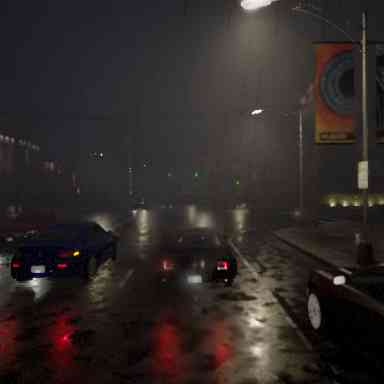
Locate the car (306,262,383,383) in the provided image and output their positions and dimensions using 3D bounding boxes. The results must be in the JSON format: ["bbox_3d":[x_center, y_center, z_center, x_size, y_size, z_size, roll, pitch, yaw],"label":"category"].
[{"bbox_3d":[2.902,1.496,3.771,2.097,1.535,5.008,0,0,0],"label":"car"}]

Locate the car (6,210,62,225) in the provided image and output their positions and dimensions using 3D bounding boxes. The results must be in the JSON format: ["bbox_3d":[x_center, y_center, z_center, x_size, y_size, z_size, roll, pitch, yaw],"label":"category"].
[{"bbox_3d":[-7.096,1.592,15.300,1.812,1.442,4.674,0,0,0],"label":"car"}]

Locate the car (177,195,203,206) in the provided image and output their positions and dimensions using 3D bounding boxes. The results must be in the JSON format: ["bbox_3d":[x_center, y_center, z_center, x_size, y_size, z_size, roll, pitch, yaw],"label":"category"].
[{"bbox_3d":[-0.313,1.494,63.365,2.150,2.045,5.566,0,0,22],"label":"car"}]

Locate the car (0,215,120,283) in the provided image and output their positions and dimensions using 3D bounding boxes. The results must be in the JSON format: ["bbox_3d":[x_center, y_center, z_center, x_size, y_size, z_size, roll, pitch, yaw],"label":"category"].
[{"bbox_3d":[-3.417,1.568,9.715,1.812,1.442,4.674,0,0,0],"label":"car"}]

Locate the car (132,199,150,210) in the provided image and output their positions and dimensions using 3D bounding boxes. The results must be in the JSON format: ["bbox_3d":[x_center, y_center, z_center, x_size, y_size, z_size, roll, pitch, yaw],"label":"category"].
[{"bbox_3d":[-6.978,1.747,46.306,2.033,1.411,5.357,0,0,1],"label":"car"}]

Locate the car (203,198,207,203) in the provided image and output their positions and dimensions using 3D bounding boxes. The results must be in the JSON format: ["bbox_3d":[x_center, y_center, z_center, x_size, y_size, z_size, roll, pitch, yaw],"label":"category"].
[{"bbox_3d":[1.300,1.857,73.869,2.033,1.411,5.357,0,0,33],"label":"car"}]

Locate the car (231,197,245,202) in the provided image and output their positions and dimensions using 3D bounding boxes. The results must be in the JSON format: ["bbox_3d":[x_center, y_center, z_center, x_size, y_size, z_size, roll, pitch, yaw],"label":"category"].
[{"bbox_3d":[11.980,1.914,84.287,4.181,1.385,1.994,0,0,-37],"label":"car"}]

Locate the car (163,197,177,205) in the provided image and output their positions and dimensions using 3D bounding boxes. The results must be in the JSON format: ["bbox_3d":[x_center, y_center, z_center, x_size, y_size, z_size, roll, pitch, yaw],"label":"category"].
[{"bbox_3d":[-3.882,1.753,64.216,1.882,1.535,5.008,0,0,22],"label":"car"}]

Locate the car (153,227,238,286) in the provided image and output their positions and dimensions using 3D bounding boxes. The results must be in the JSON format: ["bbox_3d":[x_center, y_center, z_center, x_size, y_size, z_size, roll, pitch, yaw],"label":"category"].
[{"bbox_3d":[0.083,1.642,9.518,1.895,1.301,4.718,0,0,0],"label":"car"}]

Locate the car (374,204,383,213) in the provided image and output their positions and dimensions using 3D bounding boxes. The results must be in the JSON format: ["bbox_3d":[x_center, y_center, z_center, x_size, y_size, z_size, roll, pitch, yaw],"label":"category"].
[{"bbox_3d":[23.481,1.655,38.002,4.902,1.511,2.128,0,0,0],"label":"car"}]
